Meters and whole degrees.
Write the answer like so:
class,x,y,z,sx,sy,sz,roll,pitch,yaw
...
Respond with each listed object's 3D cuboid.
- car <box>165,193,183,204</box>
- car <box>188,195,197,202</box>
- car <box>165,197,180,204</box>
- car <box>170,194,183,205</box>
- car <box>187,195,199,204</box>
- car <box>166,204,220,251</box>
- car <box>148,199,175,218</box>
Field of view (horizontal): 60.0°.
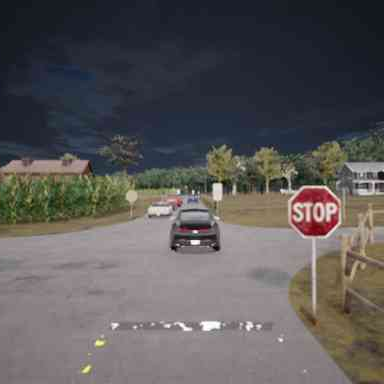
class,x,y,z,sx,sy,sz,roll,pitch,yaw
car,-2.724,1.155,49.152,2.150,2.045,5.566,0,0,0
car,0.162,1.455,72.521,1.994,1.385,4.181,0,0,0
car,-2.758,1.549,39.372,1.895,1.301,4.718,0,0,0
car,-2.639,1.272,59.093,2.097,1.767,4.553,0,0,1
car,0.218,1.268,62.283,2.097,1.767,4.553,0,0,0
car,0.119,1.473,13.975,1.837,1.490,4.892,0,0,0
car,-2.789,1.565,29.782,1.895,1.301,4.718,0,0,0
